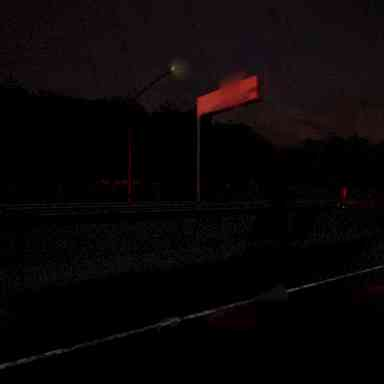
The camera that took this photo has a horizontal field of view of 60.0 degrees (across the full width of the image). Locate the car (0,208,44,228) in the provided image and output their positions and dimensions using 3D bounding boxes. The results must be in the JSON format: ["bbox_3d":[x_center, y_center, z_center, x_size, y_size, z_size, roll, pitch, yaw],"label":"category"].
[{"bbox_3d":[-9.188,1.491,14.635,4.902,1.511,2.128,0,0,-35],"label":"car"}]

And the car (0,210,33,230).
[{"bbox_3d":[-8.107,1.525,11.109,4.674,1.442,1.812,0,0,-35],"label":"car"}]

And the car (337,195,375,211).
[{"bbox_3d":[19.440,1.406,39.291,5.566,2.045,2.150,0,0,-35],"label":"car"}]
